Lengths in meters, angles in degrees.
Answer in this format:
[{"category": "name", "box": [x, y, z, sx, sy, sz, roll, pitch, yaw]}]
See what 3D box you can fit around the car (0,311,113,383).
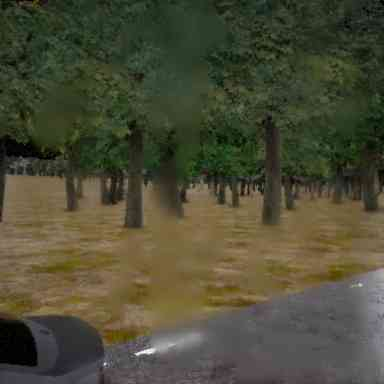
[{"category": "car", "box": [-2.750, 1.507, 1.412, 4.892, 1.490, 1.837, 0, 0, -36]}]
